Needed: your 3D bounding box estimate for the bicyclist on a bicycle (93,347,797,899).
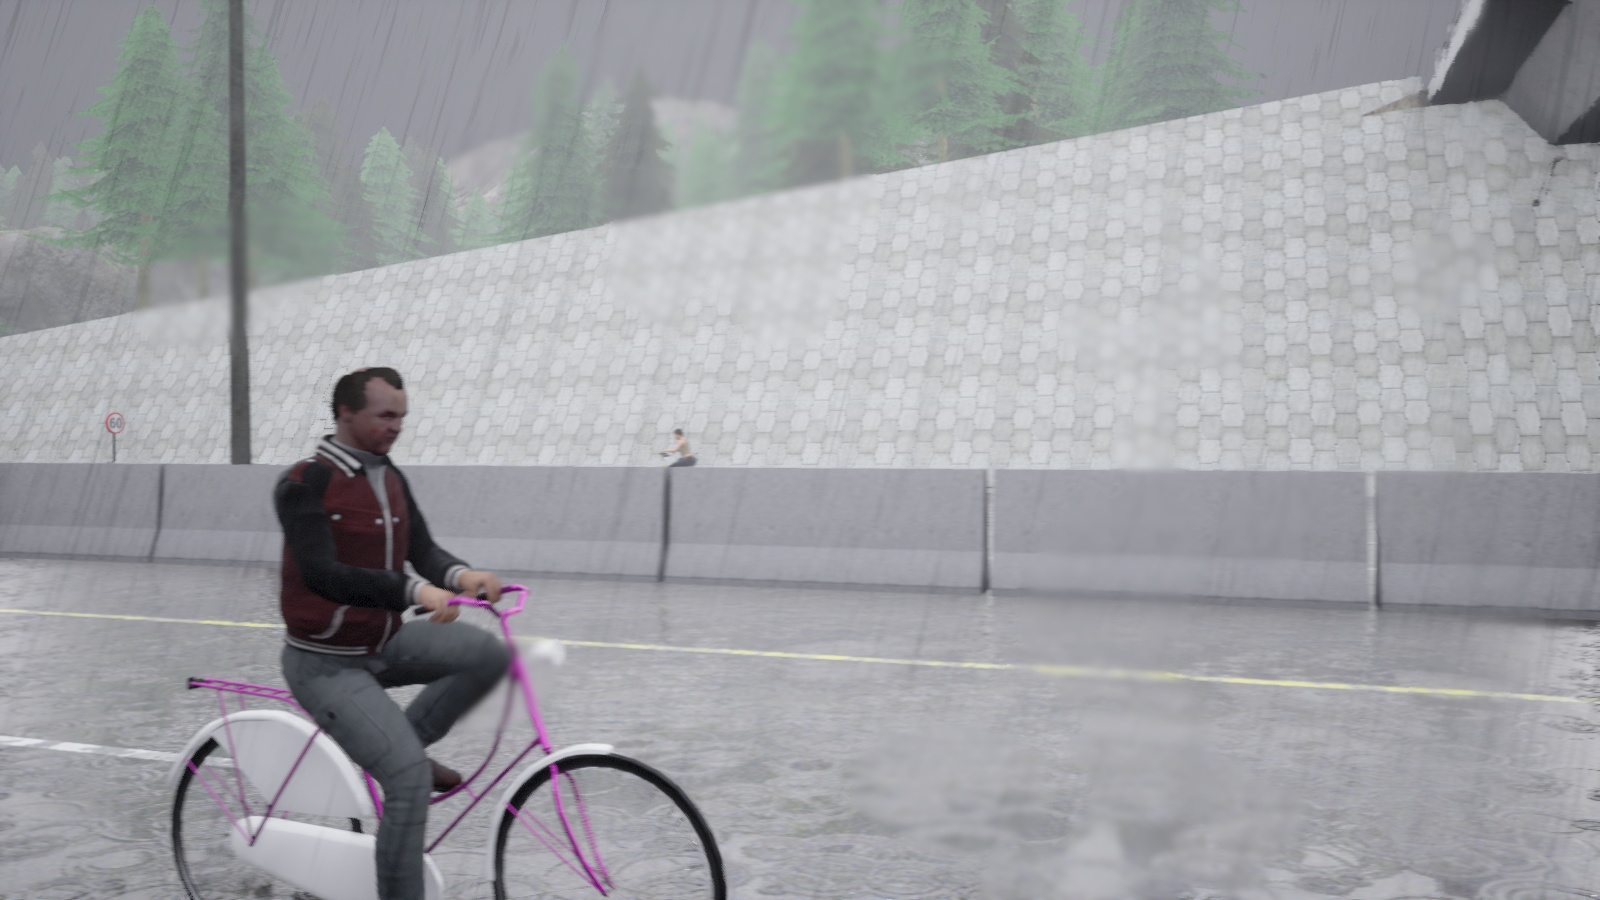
[{"bbox_3d":[-0.990,0.637,3.524,1.843,1.776,0.659,1,1,19],"label":"bicyclist on a bicycle"}]
